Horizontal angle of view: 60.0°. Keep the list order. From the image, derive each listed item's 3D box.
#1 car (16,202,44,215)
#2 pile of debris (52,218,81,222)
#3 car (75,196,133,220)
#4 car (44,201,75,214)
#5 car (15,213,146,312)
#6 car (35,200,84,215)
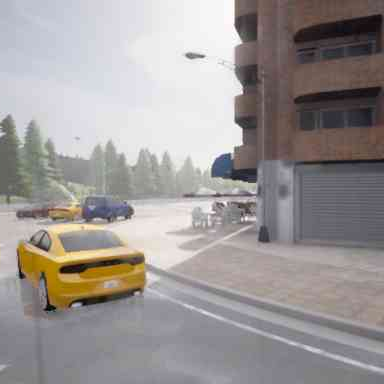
[{"bbox_3d":[-13.275,1.596,29.433,1.882,1.535,5.008,0,0,14],"label":"car"},{"bbox_3d":[-10.370,2.291,27.497,1.500,0.140,1.860,0,0,12],"label":"pile of debris"},{"bbox_3d":[-6.697,1.341,26.828,2.150,2.045,5.566,0,0,13],"label":"car"},{"bbox_3d":[-9.809,1.597,27.921,1.882,1.535,5.008,0,0,12],"label":"car"},{"bbox_3d":[-2.908,1.513,8.021,1.882,1.535,5.008,0,0,-36],"label":"car"},{"bbox_3d":[-14.628,1.701,37.064,2.033,1.411,5.357,0,0,20],"label":"car"}]
